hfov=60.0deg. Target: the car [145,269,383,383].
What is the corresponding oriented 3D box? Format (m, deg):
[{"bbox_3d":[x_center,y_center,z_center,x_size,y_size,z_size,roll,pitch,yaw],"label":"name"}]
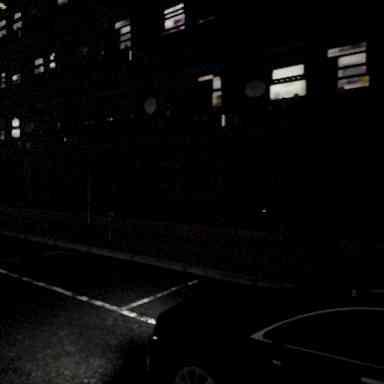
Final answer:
[{"bbox_3d":[1.778,1.505,2.944,4.892,1.490,1.837,2,1,33],"label":"car"}]
